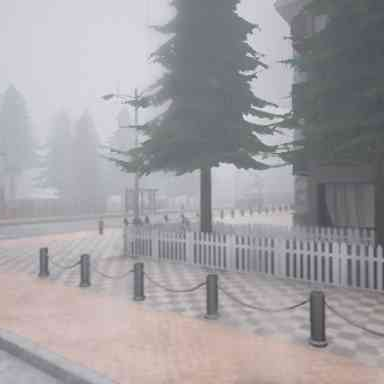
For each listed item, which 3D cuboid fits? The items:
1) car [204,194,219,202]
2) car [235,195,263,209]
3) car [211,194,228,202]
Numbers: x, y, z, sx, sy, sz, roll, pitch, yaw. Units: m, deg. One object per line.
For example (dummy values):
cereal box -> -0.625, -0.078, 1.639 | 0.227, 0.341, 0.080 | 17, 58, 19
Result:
car -> 4.911, 1.558, 83.256 | 1.905, 1.878, 3.866 | -1, 0, 36
car -> 8.267, 1.387, 47.957 | 2.150, 2.045, 5.566 | -1, -1, 37
car -> 7.176, 1.533, 82.097 | 1.932, 1.855, 4.605 | -1, 0, 36
